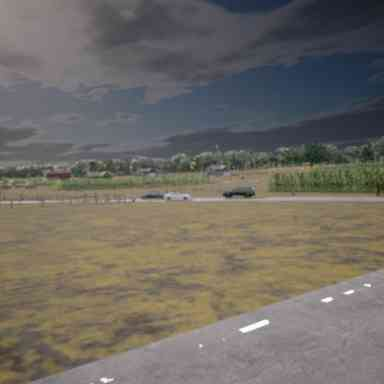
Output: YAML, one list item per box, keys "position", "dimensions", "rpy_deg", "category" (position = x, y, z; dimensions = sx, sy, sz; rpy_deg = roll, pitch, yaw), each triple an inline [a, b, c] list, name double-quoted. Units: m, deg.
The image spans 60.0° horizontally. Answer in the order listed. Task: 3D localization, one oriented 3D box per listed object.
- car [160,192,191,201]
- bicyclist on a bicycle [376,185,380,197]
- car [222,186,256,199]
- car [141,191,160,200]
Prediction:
- position: [-2.453, 0.685, 56.209]
  dimensions: [4.674, 1.442, 1.812]
  rpy_deg: [-1, 3, 13]
  category: "car"
- position: [26.377, -0.120, 47.188]
  dimensions: [0.582, 1.620, 1.656]
  rpy_deg: [0, 2, 43]
  category: "bicyclist on a bicycle"
- position: [7.841, 0.070, 55.684]
  dimensions: [5.566, 2.045, 2.150]
  rpy_deg: [-1, 3, 23]
  category: "car"
- position: [-6.873, 0.636, 59.814]
  dimensions: [4.674, 1.442, 1.812]
  rpy_deg: [-1, 2, 8]
  category: "car"
